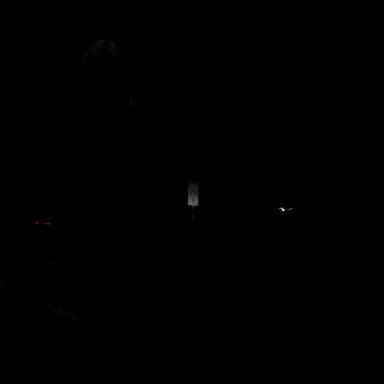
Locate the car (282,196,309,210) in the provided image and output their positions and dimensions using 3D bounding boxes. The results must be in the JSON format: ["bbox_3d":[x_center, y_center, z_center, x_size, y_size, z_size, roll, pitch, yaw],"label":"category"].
[{"bbox_3d":[12.974,1.502,41.610,2.033,1.411,5.357,0,0,36],"label":"car"}]

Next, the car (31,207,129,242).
[{"bbox_3d":[-5.252,1.510,16.275,1.837,1.490,4.892,0,0,36],"label":"car"}]

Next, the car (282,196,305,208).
[{"bbox_3d":[15.037,1.435,49.191,1.837,1.490,4.892,0,0,36],"label":"car"}]
